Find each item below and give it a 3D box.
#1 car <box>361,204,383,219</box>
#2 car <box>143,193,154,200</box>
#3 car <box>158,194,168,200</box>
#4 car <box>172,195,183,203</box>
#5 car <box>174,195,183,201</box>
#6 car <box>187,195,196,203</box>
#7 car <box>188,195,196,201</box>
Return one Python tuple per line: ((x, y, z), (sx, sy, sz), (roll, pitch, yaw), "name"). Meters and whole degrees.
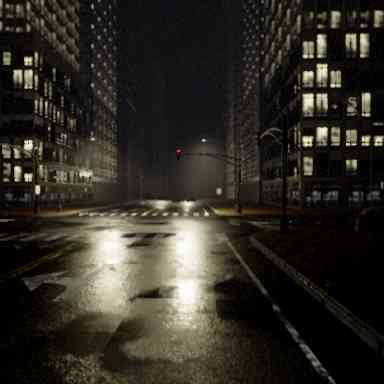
((17.054, 1.507, 28.548), (4.829, 1.417, 1.752), (0, 0, 2), "car")
((-9.839, 1.006, 75.298), (2.097, 1.767, 4.553), (0, 0, 0), "car")
((-6.589, 1.203, 75.272), (1.994, 1.385, 4.181), (0, 0, 0), "car")
((-3.334, 1.556, 70.691), (2.033, 1.411, 5.357), (0, 0, 0), "car")
((-3.346, 1.437, 81.109), (1.994, 1.385, 4.181), (0, 0, 0), "car")
((-0.084, 1.558, 71.112), (2.033, 1.411, 5.357), (0, 0, 0), "car")
((-0.096, 1.497, 81.560), (1.895, 1.301, 4.718), (0, 0, 0), "car")
